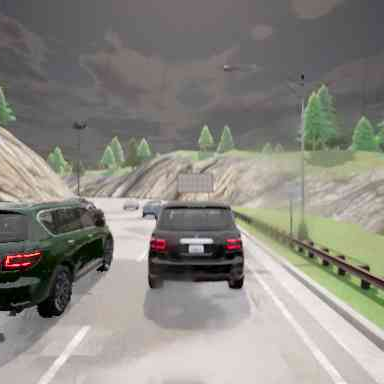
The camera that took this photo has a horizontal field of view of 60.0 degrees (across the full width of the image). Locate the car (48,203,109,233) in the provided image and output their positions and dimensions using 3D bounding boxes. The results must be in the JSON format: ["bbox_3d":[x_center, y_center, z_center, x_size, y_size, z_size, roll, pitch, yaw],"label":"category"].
[{"bbox_3d":[-6.899,1.490,20.856,2.128,1.511,4.902,0,0,0],"label":"car"}]

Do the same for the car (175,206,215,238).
[{"bbox_3d":[0.136,1.558,18.506,1.994,1.385,4.181,0,0,-1],"label":"car"}]

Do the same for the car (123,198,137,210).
[{"bbox_3d":[-7.991,1.525,43.832,1.812,1.442,4.674,0,0,-7],"label":"car"}]

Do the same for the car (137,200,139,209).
[{"bbox_3d":[-3.481,1.547,30.680,2.033,1.411,5.357,0,0,-2],"label":"car"}]

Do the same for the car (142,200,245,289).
[{"bbox_3d":[0.099,1.221,9.291,2.150,2.045,5.566,0,0,0],"label":"car"}]

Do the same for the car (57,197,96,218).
[{"bbox_3d":[-10.503,1.350,30.726,2.097,1.767,4.553,0,0,-1],"label":"car"}]

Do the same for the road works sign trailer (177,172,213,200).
[{"bbox_3d":[0.214,0.464,22.003,2.380,3.560,2.880,0,0,0],"label":"road works sign trailer"}]

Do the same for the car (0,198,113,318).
[{"bbox_3d":[-3.399,1.219,7.556,2.150,2.045,5.566,0,0,0],"label":"car"}]
